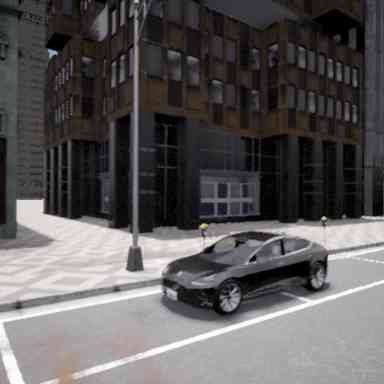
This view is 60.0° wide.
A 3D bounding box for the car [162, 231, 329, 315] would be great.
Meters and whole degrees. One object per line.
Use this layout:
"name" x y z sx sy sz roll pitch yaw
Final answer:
"car" 1.394 1.615 7.646 4.313 1.339 1.947 1 -1 -35
